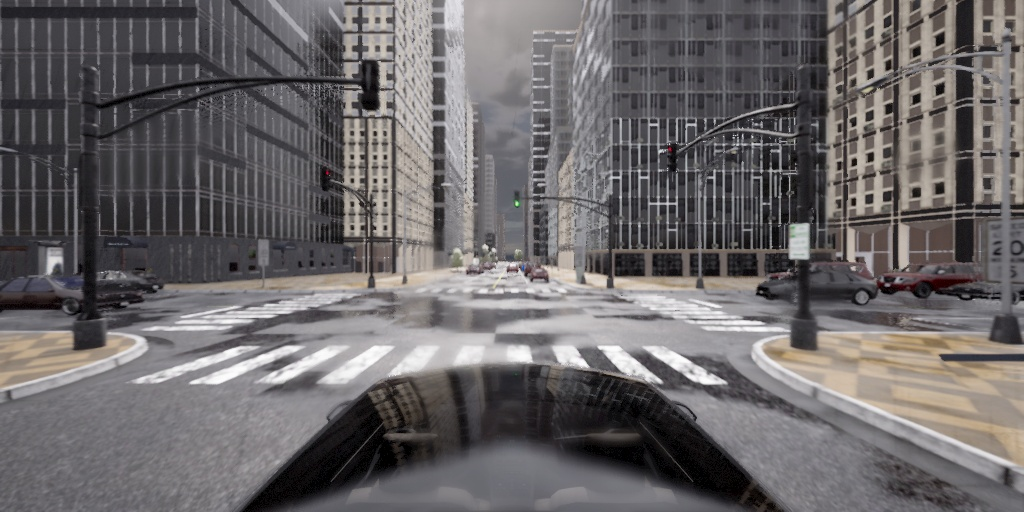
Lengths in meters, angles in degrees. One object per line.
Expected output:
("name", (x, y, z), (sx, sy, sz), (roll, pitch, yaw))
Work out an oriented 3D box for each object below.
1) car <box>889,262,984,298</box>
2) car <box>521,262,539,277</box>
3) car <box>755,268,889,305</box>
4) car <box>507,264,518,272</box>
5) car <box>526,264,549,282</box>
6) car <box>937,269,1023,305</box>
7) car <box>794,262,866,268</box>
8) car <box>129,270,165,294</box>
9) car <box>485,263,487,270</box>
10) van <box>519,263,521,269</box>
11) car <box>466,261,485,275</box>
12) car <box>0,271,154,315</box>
("car", (22.899, 1.268, 19.475), (5.009, 1.841, 2.192), (0, 0, 0))
("car", (2.567, 1.614, 44.649), (2.192, 1.841, 5.009), (0, 0, 0))
("car", (14.178, 1.450, 16.850), (4.892, 1.490, 1.837), (0, 0, 1))
("car", (0.123, 2.101, 63.553), (1.994, 1.385, 4.181), (0, -1, 0))
("car", (2.543, 1.741, 33.600), (1.802, 1.307, 4.207), (0, 0, 0))
("car", (24.001, 1.507, 16.883), (5.357, 1.411, 2.033), (0, 0, 0))
("car", (16.567, 1.259, 19.463), (5.009, 1.841, 2.192), (0, 0, 0))
("car", (-21.443, 1.439, 19.389), (4.403, 1.370, 2.007), (0, 0, 0))
("car", (-5.298, 2.020, 55.675), (1.802, 1.307, 4.207), (0, 0, 0))
("van", (2.585, 1.849, 61.221), (1.690, 1.789, 3.998), (0, 0, 0))
("car", (-5.299, 1.809, 50.150), (1.967, 1.591, 4.097), (0, 0, 0))
("car", (-17.629, 1.451, 13.850), (5.357, 1.411, 2.033), (0, 0, 0))
